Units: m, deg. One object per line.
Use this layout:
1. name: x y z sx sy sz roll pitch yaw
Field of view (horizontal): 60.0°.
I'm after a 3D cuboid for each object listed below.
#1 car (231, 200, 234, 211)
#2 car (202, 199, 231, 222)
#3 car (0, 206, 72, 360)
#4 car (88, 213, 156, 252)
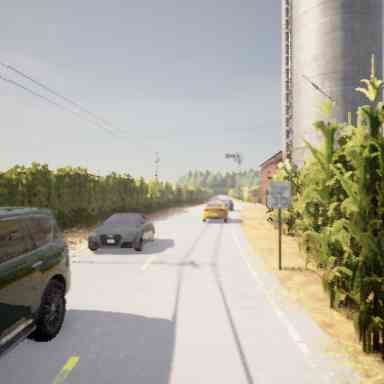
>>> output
1. car: 4.303 1.624 41.892 2.033 1.411 5.357 0 0 9
2. car: 1.973 1.528 27.175 1.882 1.535 5.008 0 0 8
3. car: -3.210 1.234 3.647 2.150 2.045 5.566 0 0 1
4. car: -2.807 1.595 14.047 1.994 1.385 4.181 0 0 4
